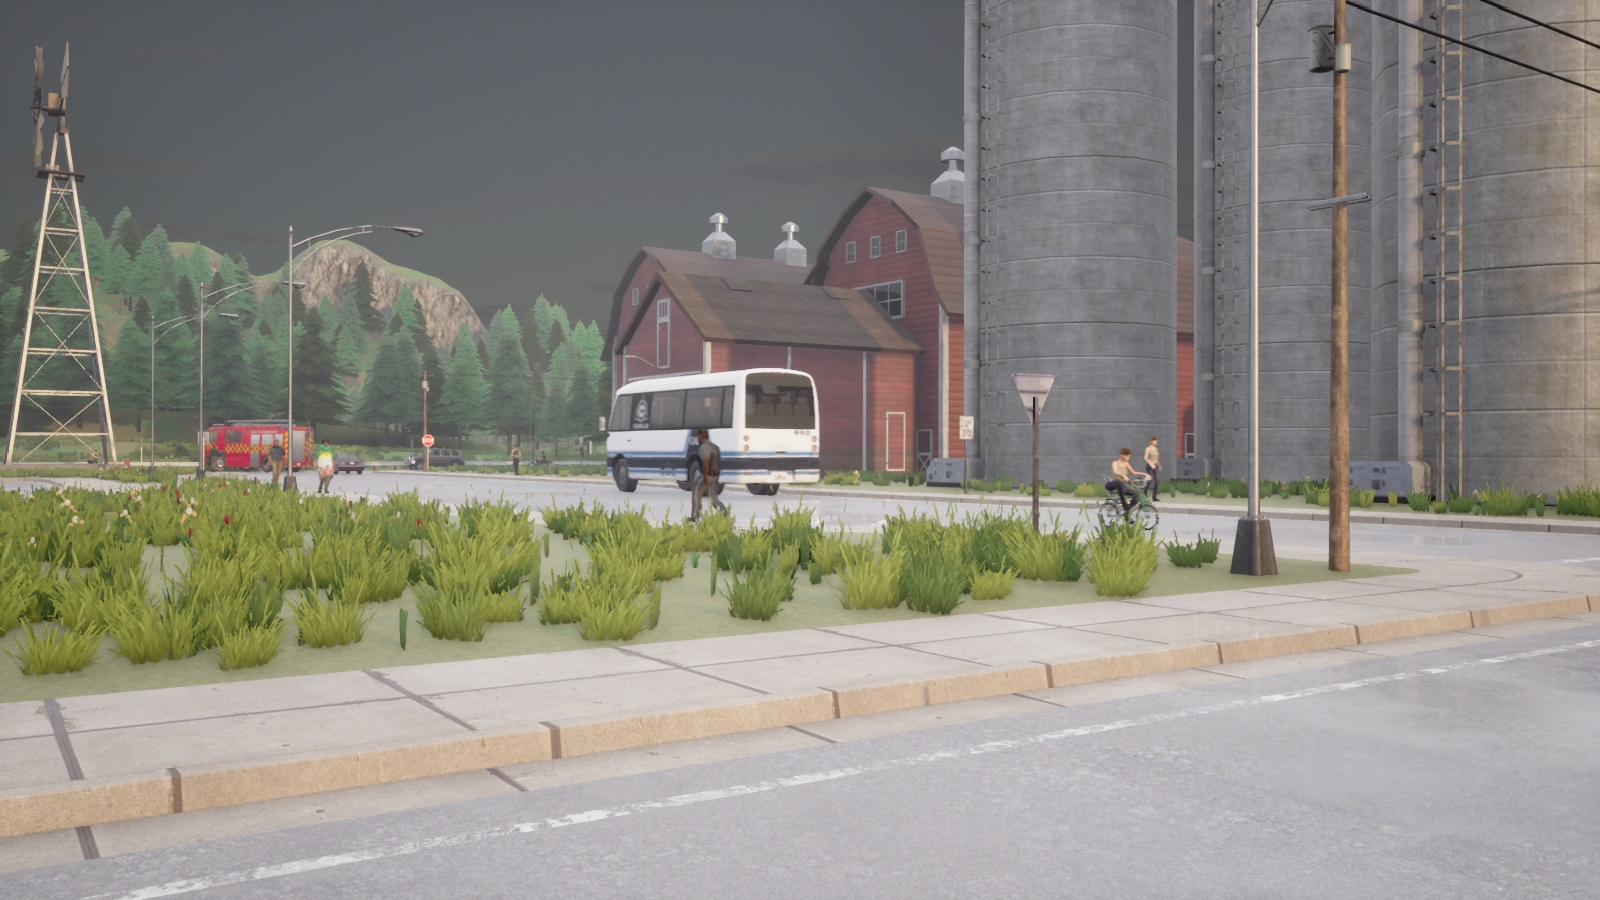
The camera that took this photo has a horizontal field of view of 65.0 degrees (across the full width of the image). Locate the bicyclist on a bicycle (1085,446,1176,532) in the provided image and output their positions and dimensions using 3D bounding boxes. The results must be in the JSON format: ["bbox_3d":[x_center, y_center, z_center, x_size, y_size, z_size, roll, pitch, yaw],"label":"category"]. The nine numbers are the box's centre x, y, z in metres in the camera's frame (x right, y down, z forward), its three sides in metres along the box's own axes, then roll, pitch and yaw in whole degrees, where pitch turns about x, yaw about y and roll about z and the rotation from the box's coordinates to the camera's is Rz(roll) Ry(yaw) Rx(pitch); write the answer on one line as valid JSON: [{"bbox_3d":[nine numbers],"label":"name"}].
[{"bbox_3d":[6.414,0.727,24.423,0.866,1.612,1.509,0,0,-35],"label":"bicyclist on a bicycle"}]

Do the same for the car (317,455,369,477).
[{"bbox_3d":[-30.878,1.065,84.766,2.033,1.411,5.357,0,0,-34],"label":"car"}]

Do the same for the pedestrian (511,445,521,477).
[{"bbox_3d":[-16.313,0.611,72.111,0.345,1.836,0.594,0,0,-35],"label":"pedestrian"}]

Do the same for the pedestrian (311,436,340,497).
[{"bbox_3d":[-15.259,0.531,40.400,0.659,1.952,0.873,0,0,-37],"label":"pedestrian"}]

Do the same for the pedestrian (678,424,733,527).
[{"bbox_3d":[-1.758,0.461,23.414,0.849,1.883,0.563,0,0,31],"label":"pedestrian"}]

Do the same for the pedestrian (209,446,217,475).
[{"bbox_3d":[-38.053,0.680,81.461,0.370,1.835,0.726,0,0,-33],"label":"pedestrian"}]

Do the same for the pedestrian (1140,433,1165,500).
[{"bbox_3d":[9.748,0.464,34.714,0.345,1.836,0.594,0,0,-26],"label":"pedestrian"}]

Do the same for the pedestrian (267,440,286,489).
[{"bbox_3d":[-20.202,0.562,48.466,0.540,1.848,0.694,0,0,-34],"label":"pedestrian"}]

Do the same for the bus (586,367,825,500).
[{"bbox_3d":[-3.714,-0.513,45.302,3.944,4.253,10.273,0,0,-35],"label":"bus"}]
